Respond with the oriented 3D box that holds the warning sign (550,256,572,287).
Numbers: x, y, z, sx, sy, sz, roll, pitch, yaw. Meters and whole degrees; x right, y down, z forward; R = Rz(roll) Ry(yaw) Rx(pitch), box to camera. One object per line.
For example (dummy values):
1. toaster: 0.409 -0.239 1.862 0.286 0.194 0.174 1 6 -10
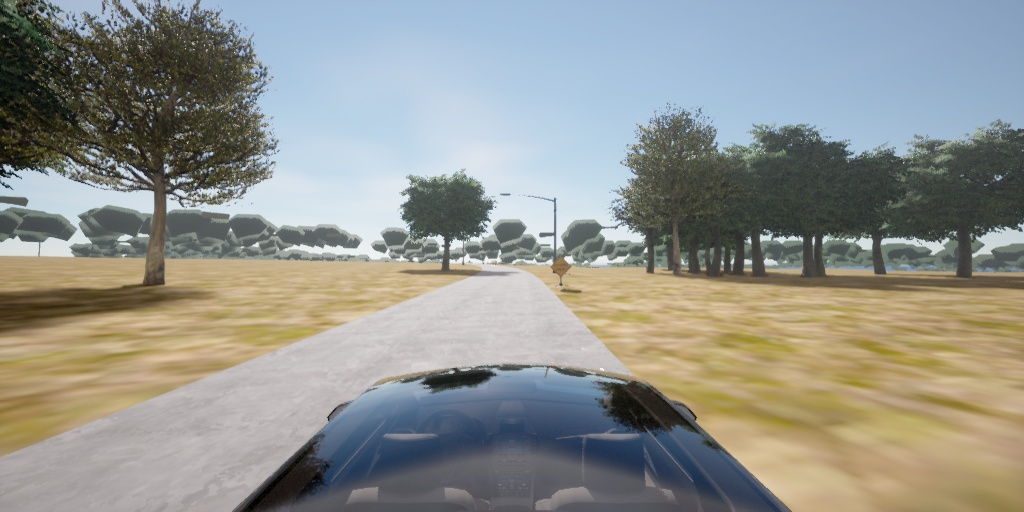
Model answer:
1. warning sign: 3.007 0.946 21.930 1.300 1.860 1.060 0 0 1
